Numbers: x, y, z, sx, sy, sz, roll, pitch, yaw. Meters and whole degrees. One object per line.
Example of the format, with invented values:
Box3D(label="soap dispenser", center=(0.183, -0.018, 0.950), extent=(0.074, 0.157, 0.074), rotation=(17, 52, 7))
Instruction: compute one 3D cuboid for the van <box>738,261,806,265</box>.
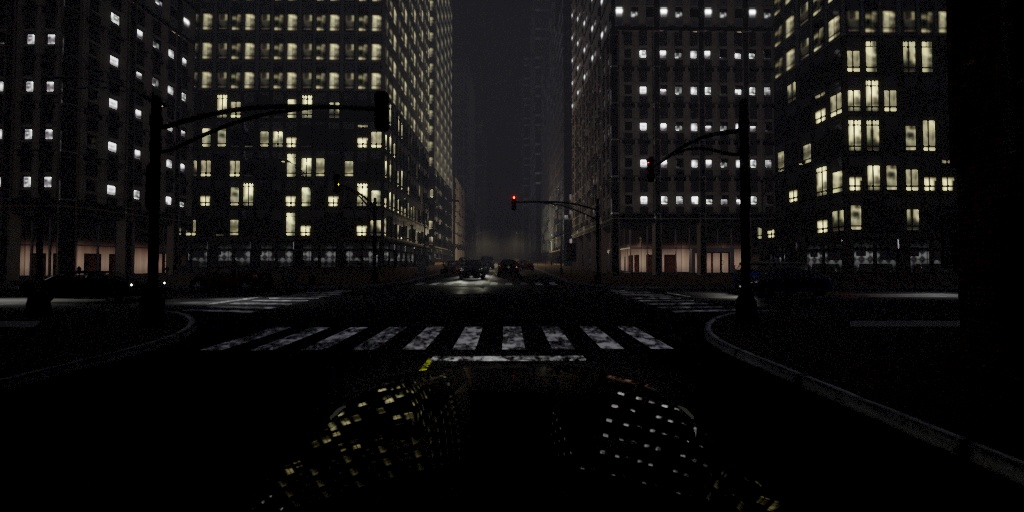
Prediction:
Box3D(label="van", center=(15.714, 1.210, 21.847), extent=(3.998, 1.789, 1.690), rotation=(0, 0, -1))

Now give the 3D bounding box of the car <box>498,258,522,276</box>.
Box3D(label="car", center=(-0.377, 1.114, 37.002), extent=(2.097, 1.767, 4.553), rotation=(0, 0, -1))

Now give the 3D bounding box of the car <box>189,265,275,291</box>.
Box3D(label="car", center=(-16.758, 1.255, 21.484), extent=(4.097, 1.591, 1.967), rotation=(0, 0, -1))

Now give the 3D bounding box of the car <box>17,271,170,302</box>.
Box3D(label="car", center=(-18.066, 1.301, 15.692), extent=(4.718, 1.301, 1.895), rotation=(0, -1, -1))

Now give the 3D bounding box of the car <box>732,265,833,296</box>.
Box3D(label="car", center=(14.522, 1.342, 19.251), extent=(4.674, 1.442, 1.812), rotation=(0, -1, -2))

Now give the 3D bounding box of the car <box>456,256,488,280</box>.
Box3D(label="car", center=(-3.446, 1.113, 31.745), extent=(2.097, 1.767, 4.553), rotation=(0, 0, -2))

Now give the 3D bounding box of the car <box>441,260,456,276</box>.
Box3D(label="car", center=(-6.164, 1.203, 37.064), extent=(1.967, 1.591, 4.097), rotation=(0, 0, -1))

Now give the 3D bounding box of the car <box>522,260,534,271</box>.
Box3D(label="car", center=(2.064, 1.350, 48.389), extent=(1.802, 1.307, 4.207), rotation=(0, 0, -1))

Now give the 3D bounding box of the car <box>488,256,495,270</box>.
Box3D(label="car", center=(-3.794, 0.990, 54.183), extent=(2.150, 2.045, 5.566), rotation=(0, 0, -1))

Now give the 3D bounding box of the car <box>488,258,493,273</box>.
Box3D(label="car", center=(-3.636, 1.257, 41.818), extent=(2.128, 1.511, 4.902), rotation=(0, 0, -1))
